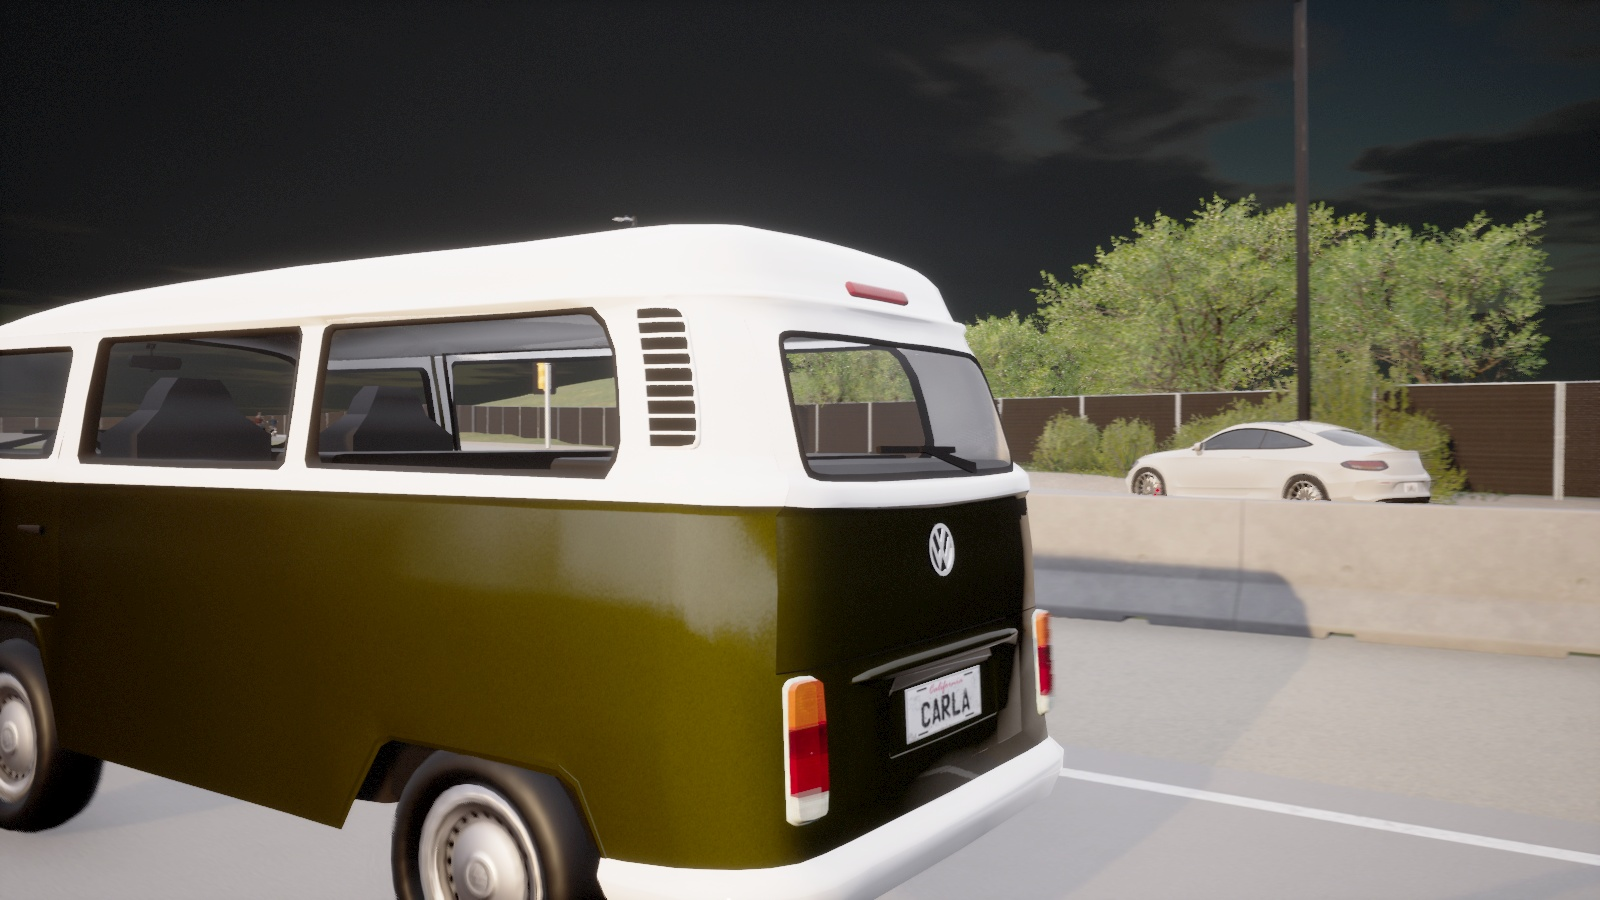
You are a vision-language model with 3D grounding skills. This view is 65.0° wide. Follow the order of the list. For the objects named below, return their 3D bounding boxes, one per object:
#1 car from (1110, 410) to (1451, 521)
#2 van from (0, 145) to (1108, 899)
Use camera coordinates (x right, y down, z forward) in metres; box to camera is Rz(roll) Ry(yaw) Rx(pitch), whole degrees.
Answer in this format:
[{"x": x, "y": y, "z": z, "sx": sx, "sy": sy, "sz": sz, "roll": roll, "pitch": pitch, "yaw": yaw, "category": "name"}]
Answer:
[{"x": 7.085, "y": 0.154, "z": 19.035, "sx": 1.812, "sy": 1.442, "sz": 4.674, "roll": -2, "pitch": 2, "yaw": -32, "category": "car"}, {"x": -1.417, "y": 0.407, "z": 4.560, "sx": 4.480, "sy": 2.038, "sz": 2.069, "roll": 0, "pitch": 1, "yaw": 34, "category": "van"}]
